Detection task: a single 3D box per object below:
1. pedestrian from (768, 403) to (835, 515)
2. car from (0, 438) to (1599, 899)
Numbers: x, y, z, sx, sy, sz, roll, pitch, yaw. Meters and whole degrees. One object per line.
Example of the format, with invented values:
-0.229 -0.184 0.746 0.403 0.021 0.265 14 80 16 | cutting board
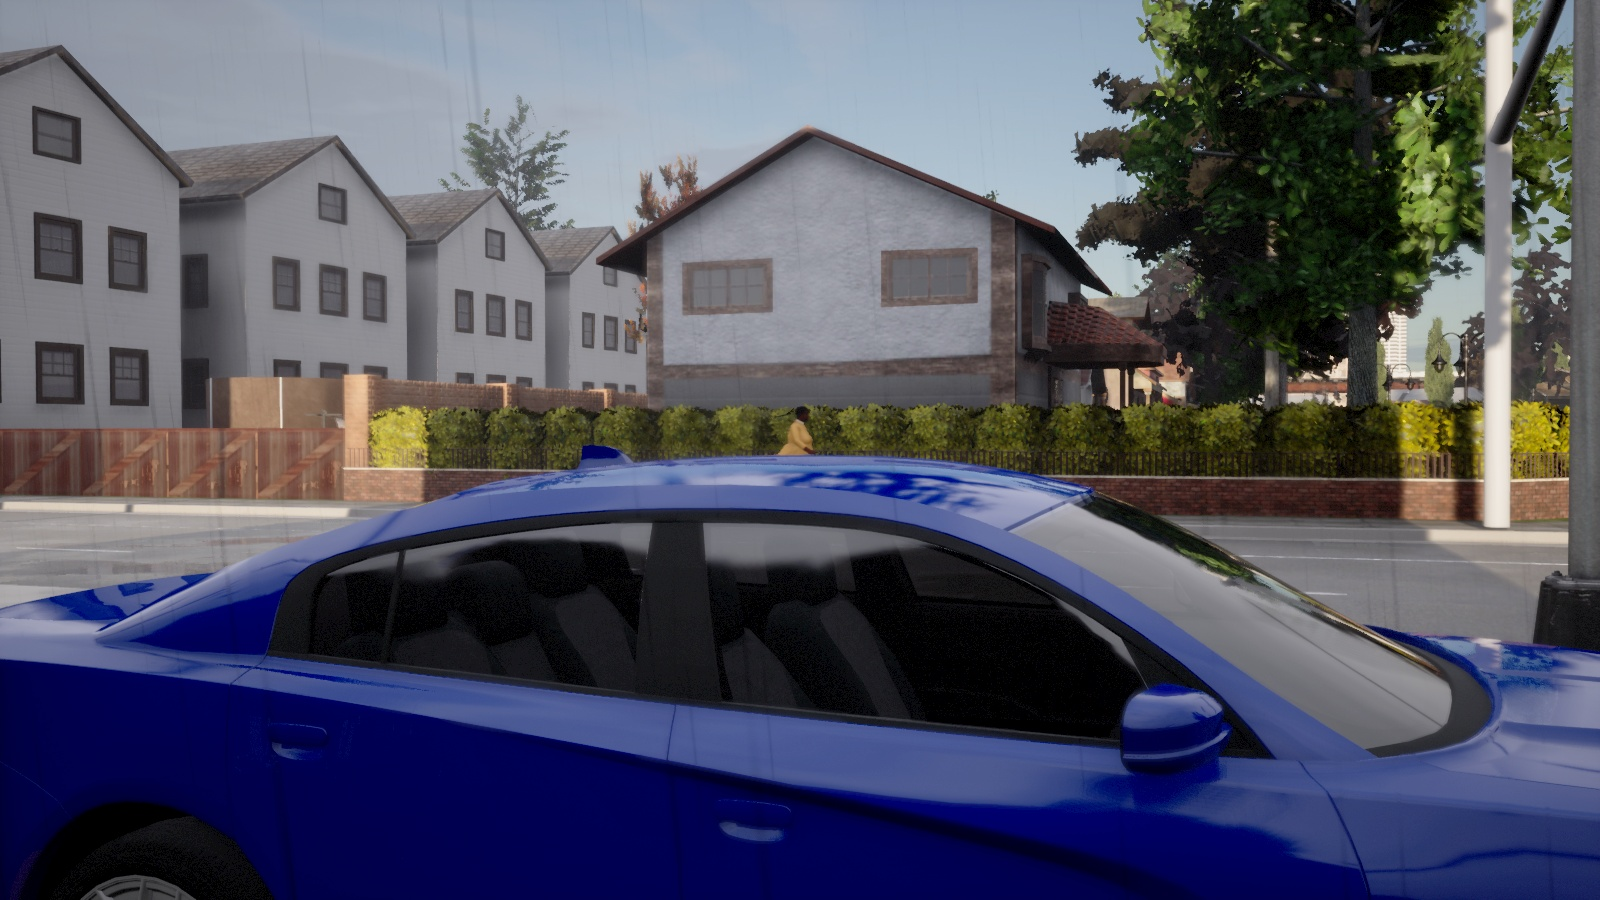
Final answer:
0.033 0.141 21.272 0.900 1.855 0.874 1 1 18 | pedestrian
0.253 0.755 3.108 5.008 1.535 1.882 1 1 19 | car
